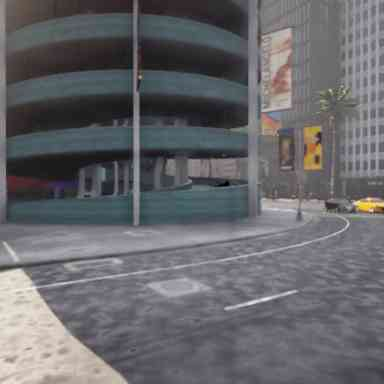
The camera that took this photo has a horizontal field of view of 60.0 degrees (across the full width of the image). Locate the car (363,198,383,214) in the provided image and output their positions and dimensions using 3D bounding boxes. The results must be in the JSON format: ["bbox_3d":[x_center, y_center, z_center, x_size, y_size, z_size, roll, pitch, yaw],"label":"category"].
[{"bbox_3d":[18.715,1.378,34.288,1.882,1.535,5.008,0,0,2],"label":"car"}]

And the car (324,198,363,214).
[{"bbox_3d":[15.239,1.393,34.407,2.128,1.511,4.902,0,0,2],"label":"car"}]

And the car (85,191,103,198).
[{"bbox_3d":[-17.367,0.873,58.342,2.435,2.045,5.566,0,0,-33],"label":"car"}]
